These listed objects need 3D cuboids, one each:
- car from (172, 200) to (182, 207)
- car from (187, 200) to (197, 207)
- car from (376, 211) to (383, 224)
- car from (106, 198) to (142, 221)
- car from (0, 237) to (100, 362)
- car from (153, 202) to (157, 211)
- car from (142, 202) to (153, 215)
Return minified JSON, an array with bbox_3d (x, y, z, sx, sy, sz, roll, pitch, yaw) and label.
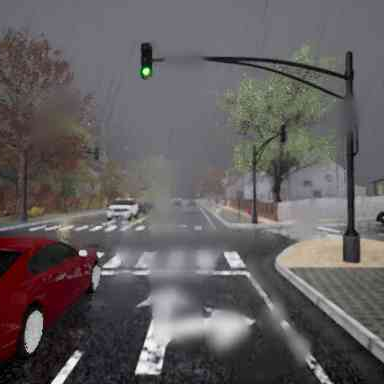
[{"bbox_3d":[-3.221,2.497,71.263,2.033,1.411,5.357,0,-1,0],"label":"car"},{"bbox_3d":[0.021,2.495,71.166,2.033,1.411,5.357,0,-1,0],"label":"car"},{"bbox_3d":[13.255,1.278,19.738,4.181,1.385,1.994,-2,-1,-6],"label":"car"},{"bbox_3d":[-6.591,1.640,32.106,2.150,2.045,5.566,0,-1,0],"label":"car"},{"bbox_3d":[-3.148,1.557,6.084,1.882,1.535,5.008,0,0,0],"label":"car"},{"bbox_3d":[-6.572,2.254,52.186,1.994,1.385,4.181,0,-1,0],"label":"car"},{"bbox_3d":[-6.586,2.044,42.137,2.128,1.511,4.902,0,-1,0],"label":"car"}]
